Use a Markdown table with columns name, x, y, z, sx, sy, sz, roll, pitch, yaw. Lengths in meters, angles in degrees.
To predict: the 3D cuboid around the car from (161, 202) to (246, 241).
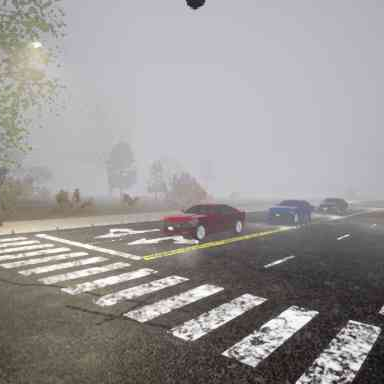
| name | x | y | z | sx | sy | sz | roll | pitch | yaw |
| --- | --- | --- | --- | --- | --- | --- | --- | --- | --- |
| car | 0.682 | 1.240 | 15.714 | 1.882 | 1.535 | 5.008 | 2 | 1 | 39 |

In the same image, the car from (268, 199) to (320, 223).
| name | x | y | z | sx | sy | sz | roll | pitch | yaw |
| --- | --- | --- | --- | --- | --- | --- | --- | --- | --- |
| car | 7.192 | 1.257 | 23.823 | 1.882 | 1.535 | 5.008 | 2 | 1 | 38 |

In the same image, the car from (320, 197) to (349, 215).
| name | x | y | z | sx | sy | sz | roll | pitch | yaw |
| --- | --- | --- | --- | --- | --- | --- | --- | --- | --- |
| car | 13.436 | 1.298 | 31.598 | 1.837 | 1.490 | 4.892 | 2 | 2 | 39 |
